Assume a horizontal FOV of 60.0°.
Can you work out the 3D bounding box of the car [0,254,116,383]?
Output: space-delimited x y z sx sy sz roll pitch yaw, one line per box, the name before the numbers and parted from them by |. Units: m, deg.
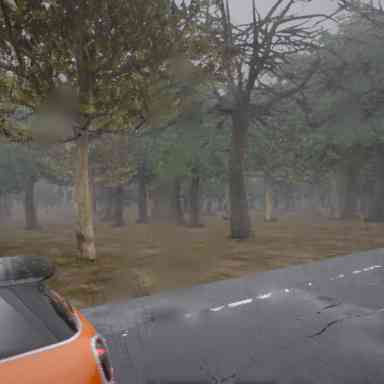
car | -2.804 1.352 1.987 4.553 1.767 2.097 0 0 -36
